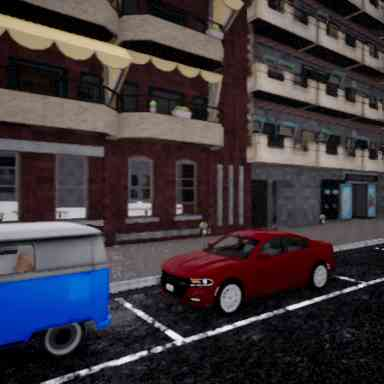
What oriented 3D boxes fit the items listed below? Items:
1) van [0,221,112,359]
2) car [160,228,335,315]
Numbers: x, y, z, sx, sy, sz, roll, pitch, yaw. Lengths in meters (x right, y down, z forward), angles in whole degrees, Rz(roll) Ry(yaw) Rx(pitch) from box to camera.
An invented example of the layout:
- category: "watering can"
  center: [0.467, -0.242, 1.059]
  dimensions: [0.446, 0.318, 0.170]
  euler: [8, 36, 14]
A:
- category: "van"
  center: [-3.082, 1.341, 4.357]
  dimensions: [3.998, 1.788, 1.690]
  euler: [0, 0, -35]
- category: "car"
  center: [1.413, 1.551, 7.564]
  dimensions: [4.507, 1.381, 1.887]
  euler: [0, 0, -36]
